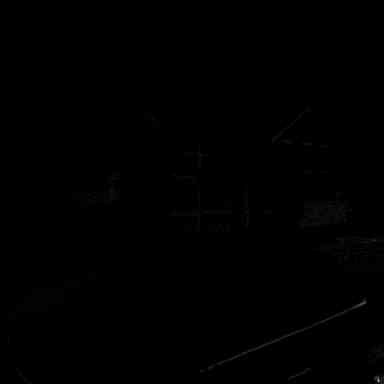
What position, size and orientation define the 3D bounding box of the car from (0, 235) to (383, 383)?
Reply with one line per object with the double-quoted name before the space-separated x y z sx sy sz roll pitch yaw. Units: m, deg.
"car" -0.252 1.355 2.866 4.553 1.767 2.097 0 0 -35
